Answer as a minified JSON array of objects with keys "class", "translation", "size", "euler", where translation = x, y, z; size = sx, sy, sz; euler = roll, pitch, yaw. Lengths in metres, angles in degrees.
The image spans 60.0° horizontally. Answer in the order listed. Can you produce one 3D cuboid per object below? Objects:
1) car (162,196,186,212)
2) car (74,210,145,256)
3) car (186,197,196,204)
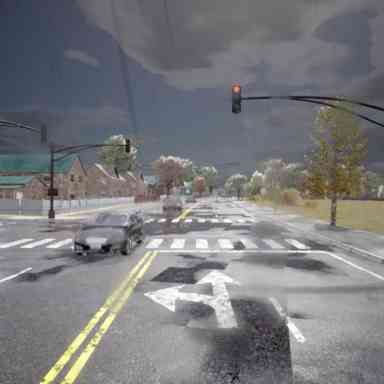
[{"class":"car","translation":[-2.195,1.396,38.898],"size":[2.097,1.767,4.553],"euler":[0,0,3]},{"class":"car","translation":[-3.073,1.503,13.214],"size":[2.128,1.511,4.902],"euler":[0,0,1]},{"class":"car","translation":[-0.289,1.683,68.544],"size":[1.994,1.385,4.181],"euler":[0,0,5]}]
